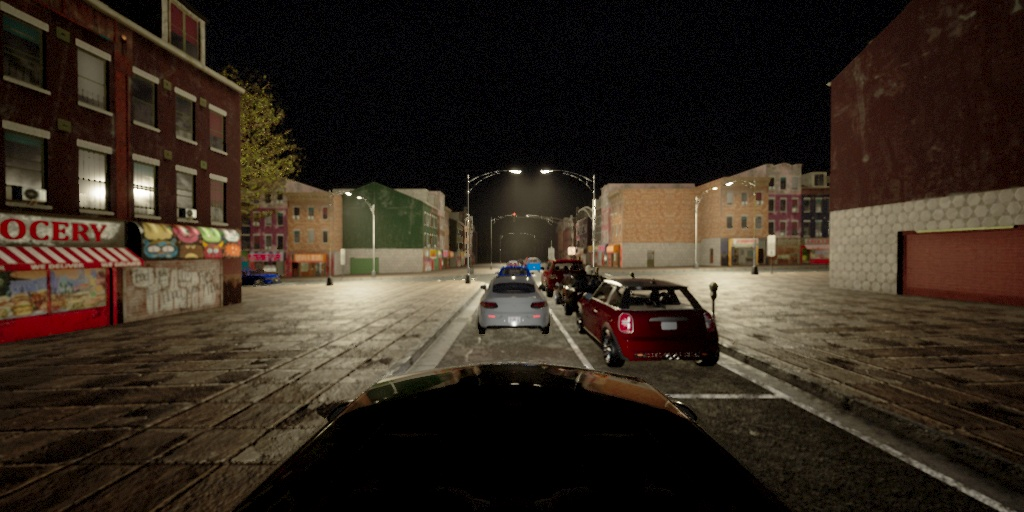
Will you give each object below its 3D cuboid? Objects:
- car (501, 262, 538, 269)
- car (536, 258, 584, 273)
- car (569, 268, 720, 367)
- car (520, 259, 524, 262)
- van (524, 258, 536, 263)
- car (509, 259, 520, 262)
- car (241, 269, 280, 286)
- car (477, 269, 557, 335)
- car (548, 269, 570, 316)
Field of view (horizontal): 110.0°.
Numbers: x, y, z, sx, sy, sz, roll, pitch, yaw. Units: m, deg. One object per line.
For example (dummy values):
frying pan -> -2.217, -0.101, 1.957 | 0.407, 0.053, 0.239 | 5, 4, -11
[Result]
car -> 0.141, 1.242, 18.467 | 1.882, 1.535, 5.008 | 0, 0, 1
car -> 2.662, 1.080, 18.748 | 2.192, 1.841, 5.009 | 0, 0, 0
car -> 2.646, 1.194, 7.944 | 1.967, 1.591, 4.097 | 0, 0, 0
car -> 2.708, 1.135, 50.515 | 2.192, 1.841, 5.009 | 0, 0, 0
van -> 2.700, 1.149, 45.109 | 1.690, 1.789, 3.998 | 0, 0, 0
car -> 0.179, 1.381, 56.004 | 2.033, 1.411, 5.357 | 0, 0, 0
car -> -22.511, 1.871, 30.510 | 5.008, 1.535, 1.882 | -2, 1, 0
car -> 0.029, 1.282, 10.443 | 1.812, 1.442, 4.674 | 0, 0, -1
car -> 2.654, 1.325, 13.346 | 1.948, 1.339, 4.313 | 0, 0, 0
